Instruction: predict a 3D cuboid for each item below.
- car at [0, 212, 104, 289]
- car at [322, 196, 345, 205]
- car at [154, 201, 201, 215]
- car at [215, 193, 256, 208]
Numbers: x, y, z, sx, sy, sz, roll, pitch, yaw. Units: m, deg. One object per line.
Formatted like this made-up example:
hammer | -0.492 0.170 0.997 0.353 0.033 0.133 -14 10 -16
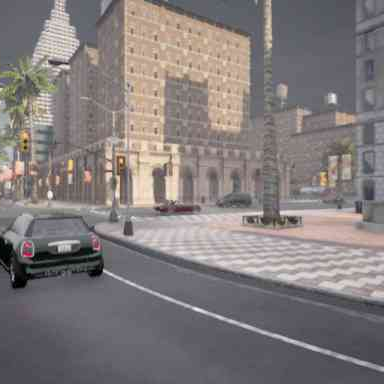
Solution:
car | -4.266 1.346 9.578 2.097 1.767 4.553 0 0 -36
car | 25.583 1.494 60.015 4.892 1.490 1.837 1 0 -33
car | -1.405 1.586 33.937 4.718 1.301 1.895 0 0 -32
car | 5.968 1.204 47.180 5.566 2.045 2.150 0 0 -33
